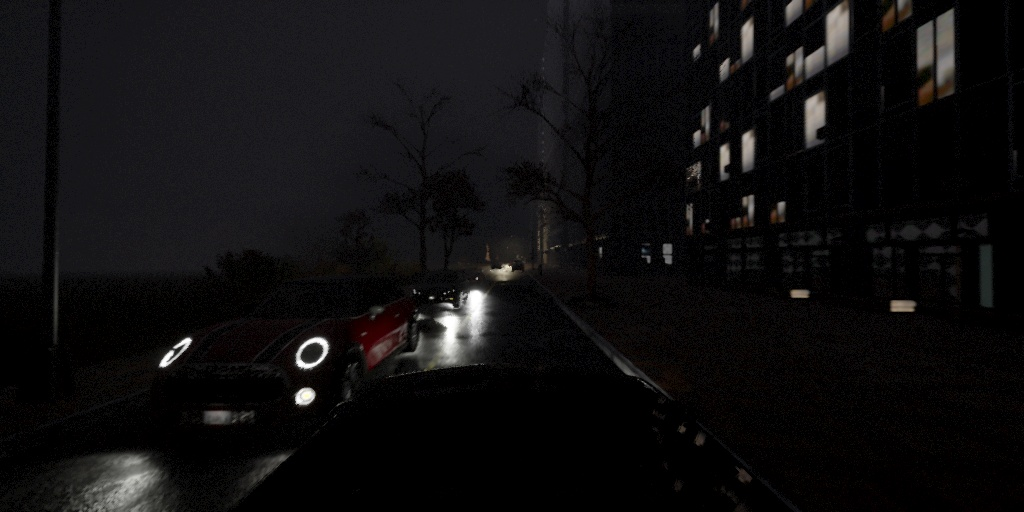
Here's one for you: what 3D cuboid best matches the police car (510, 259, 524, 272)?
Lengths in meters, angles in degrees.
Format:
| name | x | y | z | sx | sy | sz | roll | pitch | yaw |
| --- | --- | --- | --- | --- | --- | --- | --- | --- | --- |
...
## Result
| name | x | y | z | sx | sy | sz | roll | pitch | yaw |
| --- | --- | --- | --- | --- | --- | --- | --- | --- | --- |
| police car | 1.035 | 1.742 | 59.354 | 1.930 | 1.638 | 5.238 | 0 | -1 | 0 |

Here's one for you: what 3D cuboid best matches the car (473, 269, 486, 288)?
| name | x | y | z | sx | sy | sz | roll | pitch | yaw |
| --- | --- | --- | --- | --- | --- | --- | --- | --- | --- |
| car | -3.001 | 1.577 | 25.876 | 1.895 | 1.301 | 4.718 | 0 | -1 | 1 |

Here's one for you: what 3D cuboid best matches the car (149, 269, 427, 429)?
| name | x | y | z | sx | sy | sz | roll | pitch | yaw |
| --- | --- | --- | --- | --- | --- | --- | --- | --- | --- |
| car | -3.096 | 1.133 | 6.028 | 2.097 | 1.767 | 4.553 | 0 | -1 | 0 |

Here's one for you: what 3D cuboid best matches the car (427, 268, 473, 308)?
| name | x | y | z | sx | sy | sz | roll | pitch | yaw |
| --- | --- | --- | --- | --- | --- | --- | --- | --- | --- |
| car | -3.064 | 1.386 | 16.160 | 1.837 | 1.490 | 4.892 | 0 | -1 | 0 |
